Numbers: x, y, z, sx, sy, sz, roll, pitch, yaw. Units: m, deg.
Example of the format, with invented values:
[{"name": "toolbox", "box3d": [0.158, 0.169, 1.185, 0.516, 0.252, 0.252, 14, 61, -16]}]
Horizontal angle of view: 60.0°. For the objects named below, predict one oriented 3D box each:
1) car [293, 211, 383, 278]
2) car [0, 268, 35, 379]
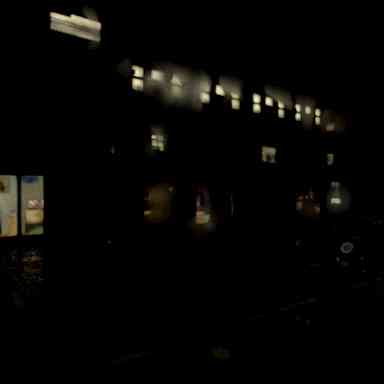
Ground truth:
[{"name": "car", "box3d": [4.905, 1.429, 10.062, 4.097, 1.590, 1.967, 0, 0, -35]}, {"name": "car", "box3d": [-4.090, 1.442, 3.645, 4.097, 1.590, 1.967, 0, 0, -35]}]
